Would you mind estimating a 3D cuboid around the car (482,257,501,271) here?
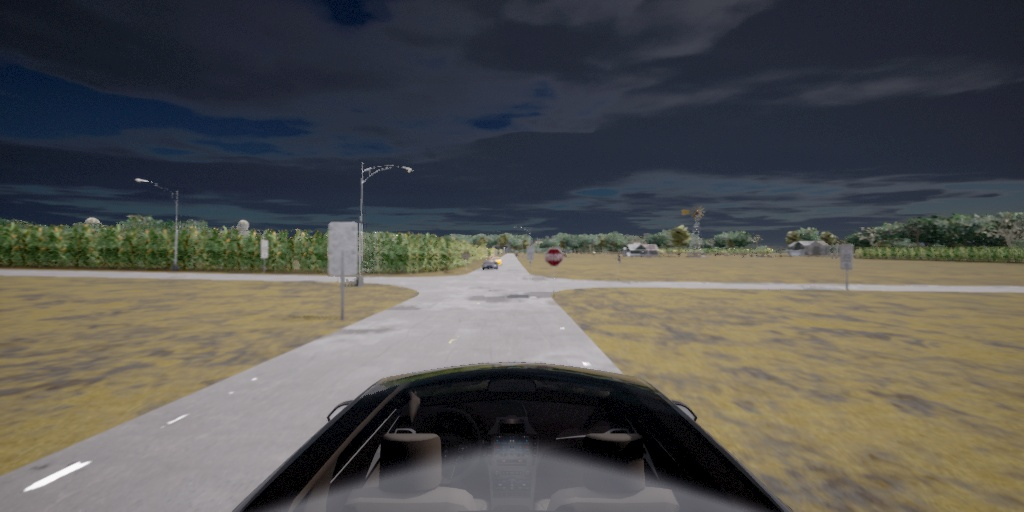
[{"bbox_3d":[-2.774,1.168,46.165,1.994,1.385,4.181,0,1,0],"label":"car"}]
